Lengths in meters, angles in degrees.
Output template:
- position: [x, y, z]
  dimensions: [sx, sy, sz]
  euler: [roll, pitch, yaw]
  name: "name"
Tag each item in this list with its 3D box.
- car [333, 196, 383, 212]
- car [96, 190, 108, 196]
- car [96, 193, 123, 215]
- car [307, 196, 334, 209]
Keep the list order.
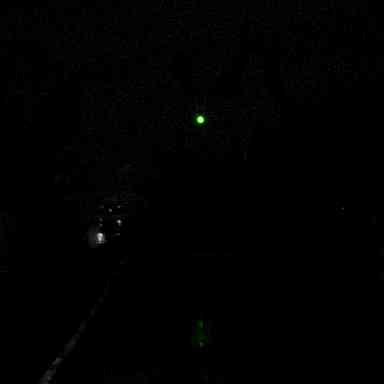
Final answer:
- position: [17.257, 1.359, 33.812]
  dimensions: [4.718, 1.301, 1.895]
  euler: [2, 1, -15]
  name: "car"
- position: [-14.260, 0.499, 53.278]
  dimensions: [1.882, 1.535, 5.008]
  euler: [0, 1, -19]
  name: "car"
- position: [-6.959, 1.116, 28.429]
  dimensions: [1.812, 1.442, 4.674]
  euler: [0, 1, -13]
  name: "car"
- position: [15.182, 1.146, 36.867]
  dimensions: [4.902, 1.511, 2.128]
  euler: [2, 1, -15]
  name: "car"
